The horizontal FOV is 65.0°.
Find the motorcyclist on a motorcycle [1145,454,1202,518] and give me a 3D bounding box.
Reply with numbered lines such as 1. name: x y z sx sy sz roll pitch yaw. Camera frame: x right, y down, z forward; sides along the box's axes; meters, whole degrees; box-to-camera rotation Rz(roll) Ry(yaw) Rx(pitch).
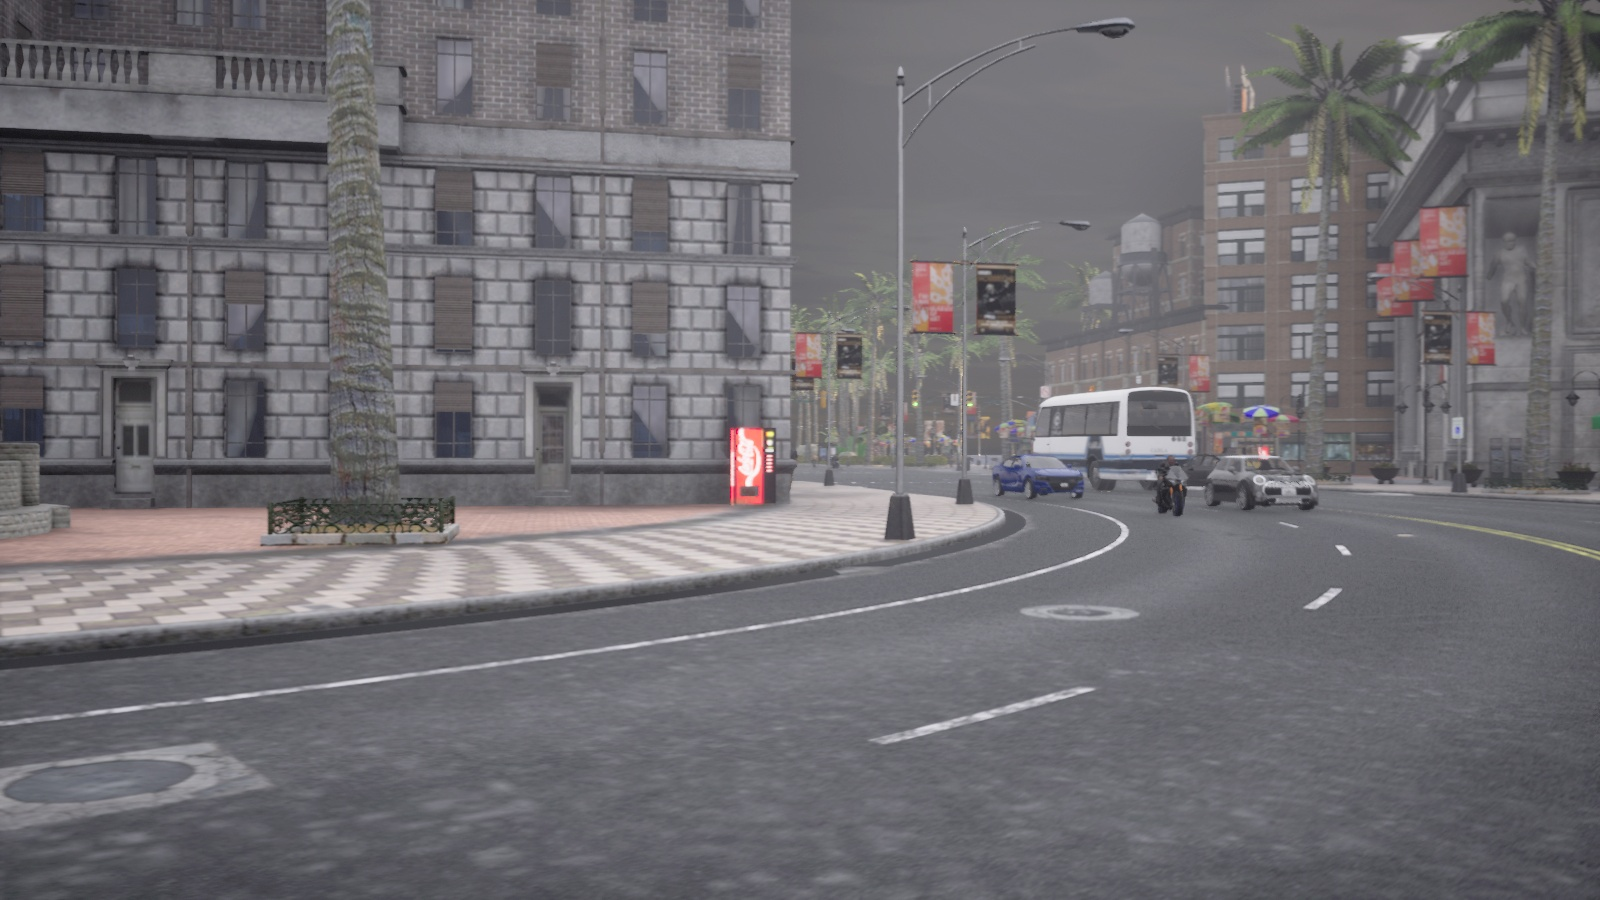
1. motorcyclist on a motorcycle: 9.172 0.862 30.942 0.866 1.530 2.191 0 0 3

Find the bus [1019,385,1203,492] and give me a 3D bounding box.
1. bus: 13.328 -0.476 55.210 3.944 4.253 10.273 0 0 -11

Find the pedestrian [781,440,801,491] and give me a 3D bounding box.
1. pedestrian: -0.345 0.564 46.047 0.540 1.848 0.694 0 0 -19

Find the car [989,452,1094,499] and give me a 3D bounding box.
1. car: 8.289 0.851 43.566 1.882 1.535 5.008 0 0 -10

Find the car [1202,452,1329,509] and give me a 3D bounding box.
1. car: 12.758 0.795 34.647 1.970 1.475 3.806 0 0 -2

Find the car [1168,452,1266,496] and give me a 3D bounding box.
1. car: 15.041 0.840 45.490 1.789 1.549 3.705 0 0 -10
